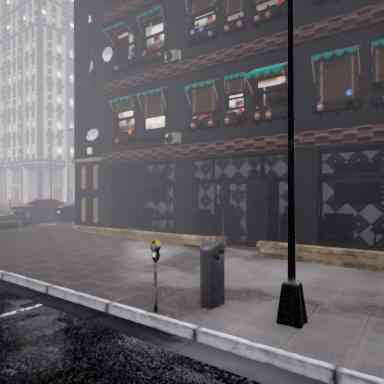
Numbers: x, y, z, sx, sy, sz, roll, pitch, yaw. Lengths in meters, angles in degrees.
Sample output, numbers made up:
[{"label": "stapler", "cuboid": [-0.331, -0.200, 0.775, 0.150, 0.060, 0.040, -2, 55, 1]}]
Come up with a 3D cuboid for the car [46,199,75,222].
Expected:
[{"label": "car", "cuboid": [-7.274, 1.279, 22.840, 1.947, 1.339, 4.313, 1, 1, 35]}]

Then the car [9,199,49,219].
[{"label": "car", "cuboid": [-11.911, 1.262, 26.331, 1.812, 1.442, 4.674, 0, 1, 35]}]
